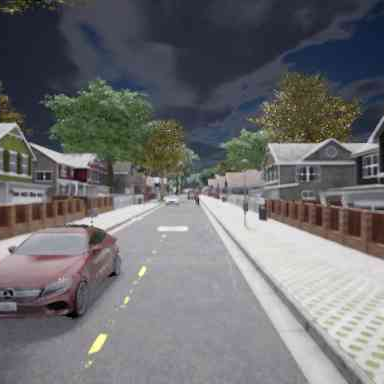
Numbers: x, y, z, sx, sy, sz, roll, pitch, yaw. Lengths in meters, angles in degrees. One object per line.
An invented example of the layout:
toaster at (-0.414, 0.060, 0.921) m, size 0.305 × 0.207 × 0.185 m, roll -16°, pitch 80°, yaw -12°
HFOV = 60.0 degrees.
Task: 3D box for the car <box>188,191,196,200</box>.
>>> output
car at (-0.028, 1.067, 76.556) m, size 1.994 × 1.385 × 4.181 m, roll 0°, pitch 0°, yaw 0°

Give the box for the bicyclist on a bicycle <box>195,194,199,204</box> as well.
bicyclist on a bicycle at (0.738, 1.125, 52.566) m, size 0.582 × 1.620 × 1.656 m, roll 0°, pitch 0°, yaw 0°

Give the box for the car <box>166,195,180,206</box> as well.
car at (-2.846, 1.222, 49.003) m, size 1.812 × 1.442 × 4.674 m, roll 0°, pitch 0°, yaw 0°

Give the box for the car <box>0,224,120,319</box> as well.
car at (-2.852, 1.501, 7.468) m, size 1.812 × 1.442 × 4.674 m, roll 0°, pitch 0°, yaw 0°

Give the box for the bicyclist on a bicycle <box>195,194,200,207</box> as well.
bicyclist on a bicycle at (0.741, 1.188, 43.560) m, size 0.582 × 1.620 × 1.656 m, roll 0°, pitch 0°, yaw 0°
